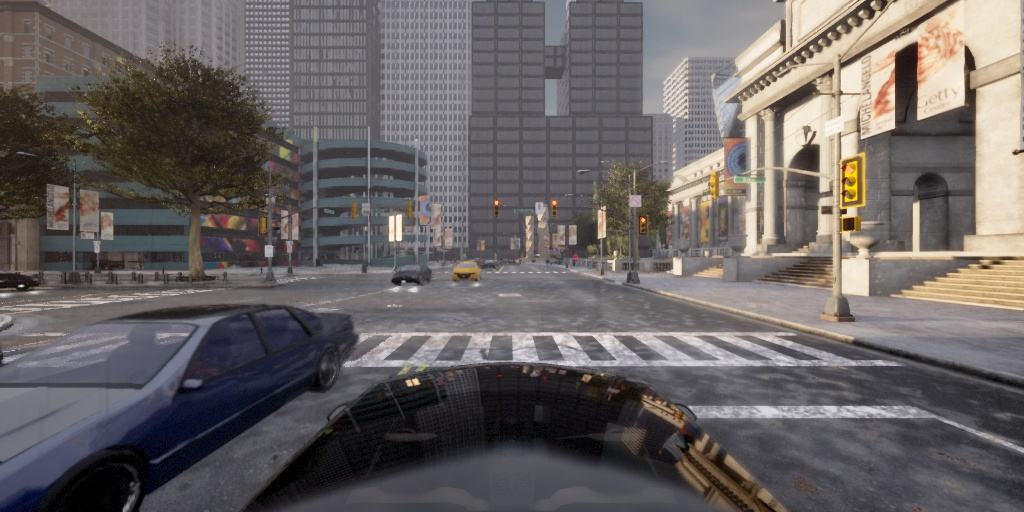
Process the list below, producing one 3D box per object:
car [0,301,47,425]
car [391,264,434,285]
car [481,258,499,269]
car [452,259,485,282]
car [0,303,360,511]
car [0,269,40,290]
[{"bbox_3d":[-7.100,1.297,2.012,2.033,1.411,5.357,0,0,0],"label":"car"},{"bbox_3d":[-7.052,1.297,25.993,2.033,1.411,5.357,0,0,0],"label":"car"},{"bbox_3d":[-3.494,1.228,56.224,1.882,1.535,5.008,0,0,0],"label":"car"},{"bbox_3d":[-3.546,1.227,28.857,1.882,1.535,5.008,0,0,0],"label":"car"},{"bbox_3d":[-3.598,1.297,4.000,2.033,1.411,5.357,0,0,0],"label":"car"},{"bbox_3d":[-30.245,1.297,20.156,5.357,1.411,2.033,0,0,0],"label":"car"}]
